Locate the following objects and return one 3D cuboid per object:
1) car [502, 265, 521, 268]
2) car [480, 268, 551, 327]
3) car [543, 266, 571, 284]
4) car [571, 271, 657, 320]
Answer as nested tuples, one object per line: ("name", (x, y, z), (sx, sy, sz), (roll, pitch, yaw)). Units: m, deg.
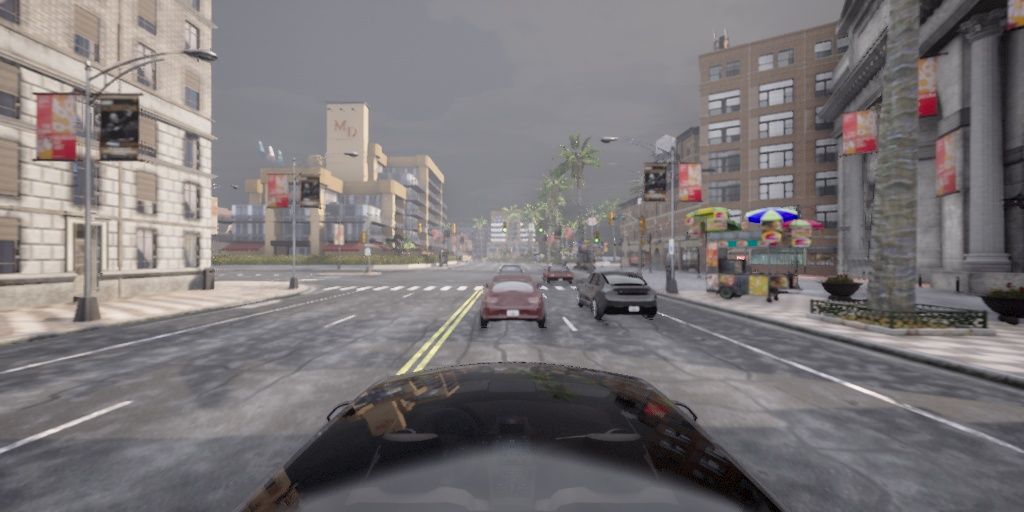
("car", (-0.063, 1.334, 25.384), (2.033, 1.411, 5.357), (0, 0, 0))
("car", (0.022, 1.291, 11.436), (1.812, 1.442, 4.674), (0, 0, 0))
("car", (3.430, 1.390, 27.683), (1.895, 1.301, 4.718), (0, 0, 0))
("car", (3.515, 1.272, 12.764), (1.837, 1.490, 4.892), (0, 0, 0))
